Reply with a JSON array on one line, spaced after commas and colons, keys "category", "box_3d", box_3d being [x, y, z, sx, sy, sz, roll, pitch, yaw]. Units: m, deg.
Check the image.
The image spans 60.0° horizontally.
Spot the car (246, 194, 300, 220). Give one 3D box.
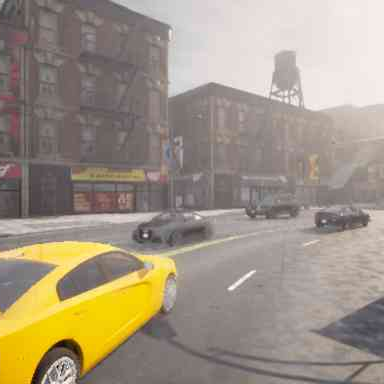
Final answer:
[{"category": "car", "box_3d": [6.998, 1.218, 28.348, 5.566, 2.045, 2.150, 0, 0, -40]}]

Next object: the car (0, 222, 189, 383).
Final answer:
[{"category": "car", "box_3d": [-1.766, 1.477, 4.862, 1.882, 1.535, 5.008, 0, 0, 17]}]

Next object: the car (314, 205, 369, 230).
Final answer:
[{"category": "car", "box_3d": [9.428, 1.523, 20.879, 4.674, 1.442, 1.812, 0, 0, -42]}]

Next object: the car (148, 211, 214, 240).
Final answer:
[{"category": "car", "box_3d": [-0.749, 1.562, 15.032, 1.994, 1.385, 4.181, 0, 0, 35]}]
